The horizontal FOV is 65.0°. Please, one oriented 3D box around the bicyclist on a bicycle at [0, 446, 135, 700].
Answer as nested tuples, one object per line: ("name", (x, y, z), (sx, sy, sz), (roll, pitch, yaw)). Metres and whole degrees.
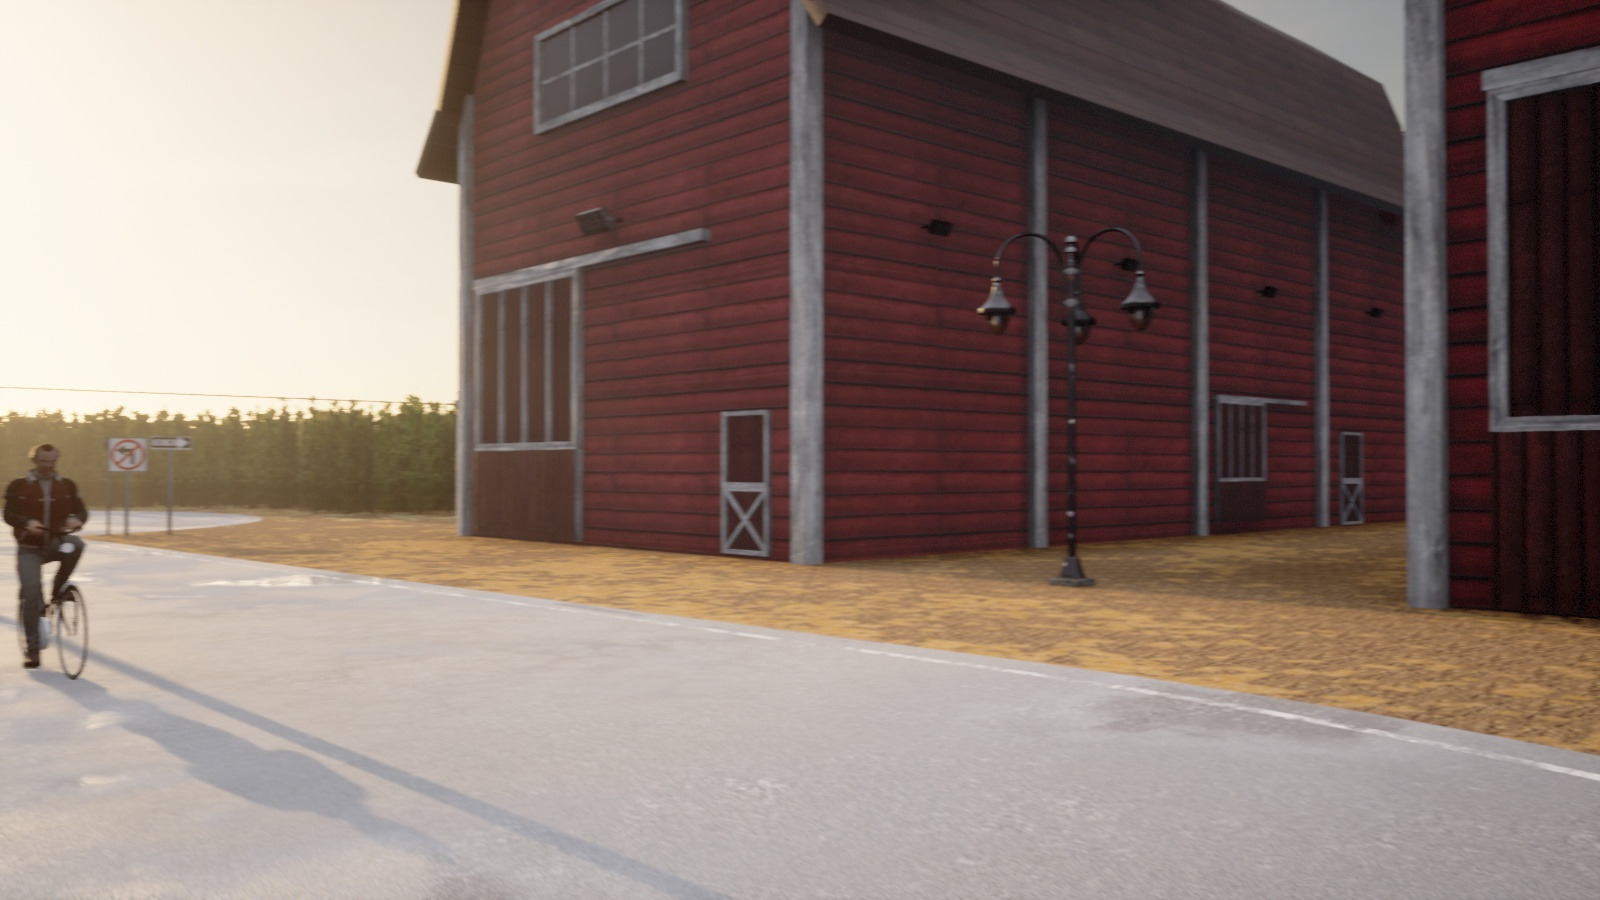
("bicyclist on a bicycle", (-5.799, 0.878, 9.685), (1.843, 1.776, 0.659), (-1, -1, 45))
